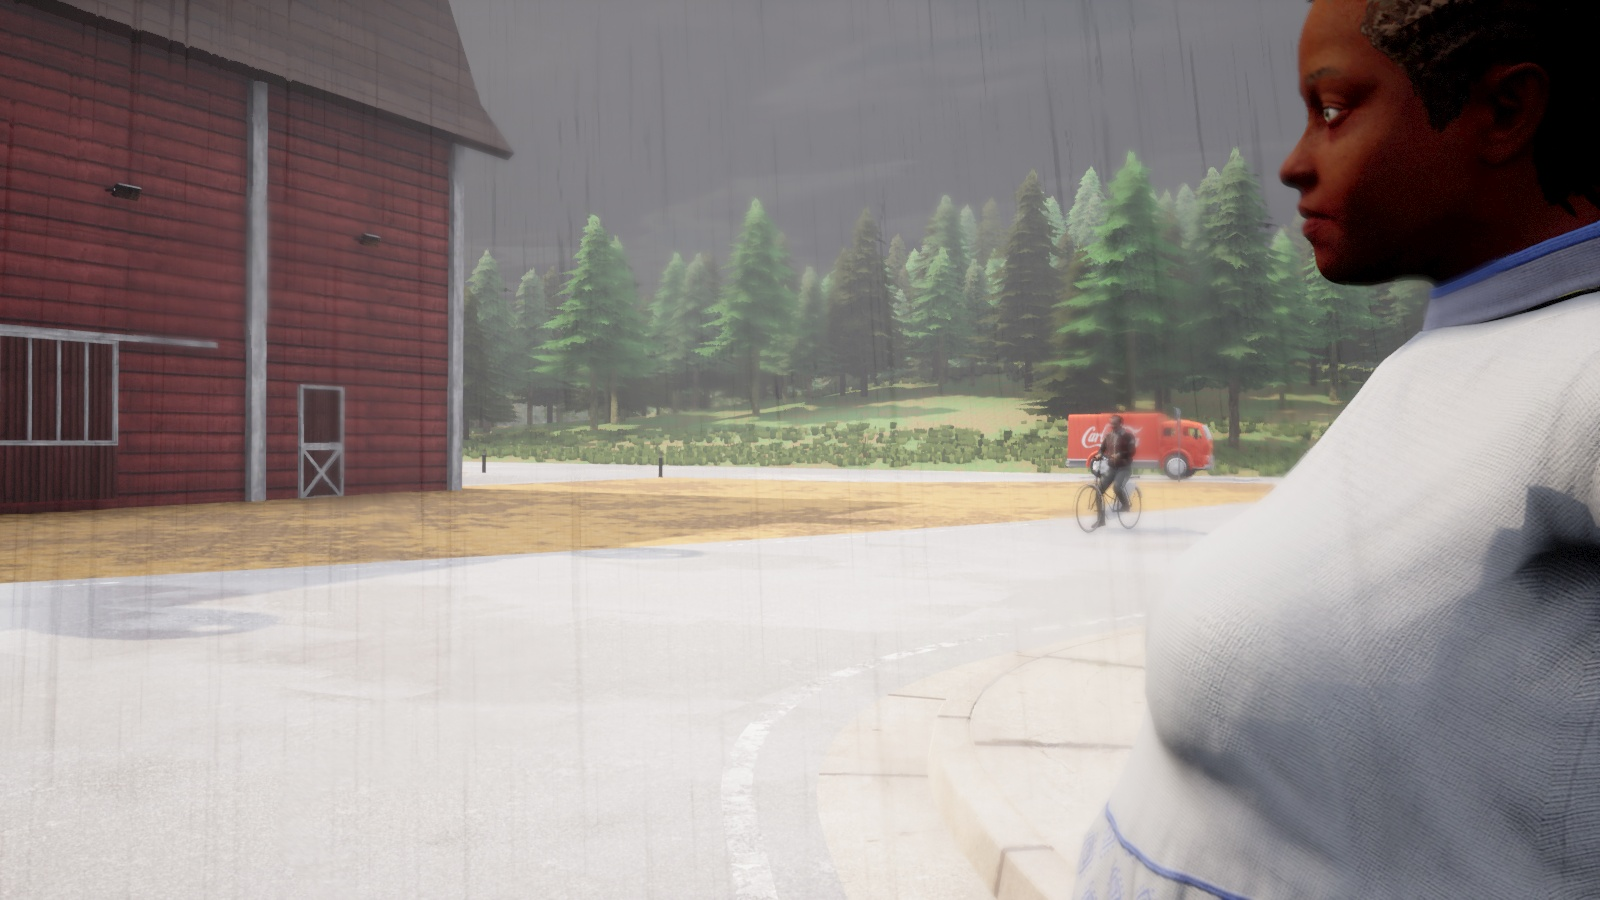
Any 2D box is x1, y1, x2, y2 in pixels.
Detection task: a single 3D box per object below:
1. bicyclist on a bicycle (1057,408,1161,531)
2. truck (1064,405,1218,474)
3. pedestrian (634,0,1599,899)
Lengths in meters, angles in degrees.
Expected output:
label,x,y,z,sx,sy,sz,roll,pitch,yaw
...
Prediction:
label,x,y,z,sx,sy,sz,roll,pitch,yaw
bicyclist on a bicycle,4.673,0.268,18.923,1.843,1.776,0.659,-1,1,-45
truck,12.918,-0.375,47.504,5.204,2.467,2.627,-1,0,26
pedestrian,0.492,0.512,0.896,0.900,1.855,0.874,0,0,19
